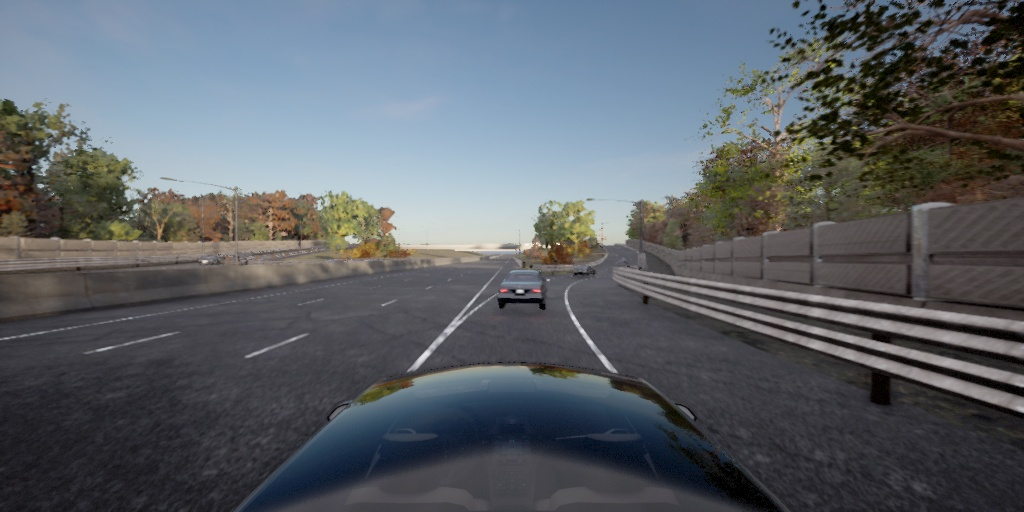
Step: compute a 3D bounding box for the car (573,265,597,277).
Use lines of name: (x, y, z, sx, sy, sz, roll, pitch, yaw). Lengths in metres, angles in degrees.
car: (9.131, 1.852, 44.501, 2.033, 1.411, 5.357, 0, -1, 26)

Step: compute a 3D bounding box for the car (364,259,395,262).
car: (-21.023, 1.316, 57.074, 2.033, 1.411, 5.357, 0, 0, 1)

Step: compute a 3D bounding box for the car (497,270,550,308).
car: (0.587, 1.302, 15.210, 2.033, 1.411, 5.357, 0, 0, 7)

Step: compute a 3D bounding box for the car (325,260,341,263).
car: (-28.020, 1.315, 56.351, 2.033, 1.411, 5.357, 0, 0, 1)

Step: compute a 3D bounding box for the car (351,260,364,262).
car: (-24.520, 1.316, 56.995, 2.033, 1.411, 5.357, 0, 0, 1)
